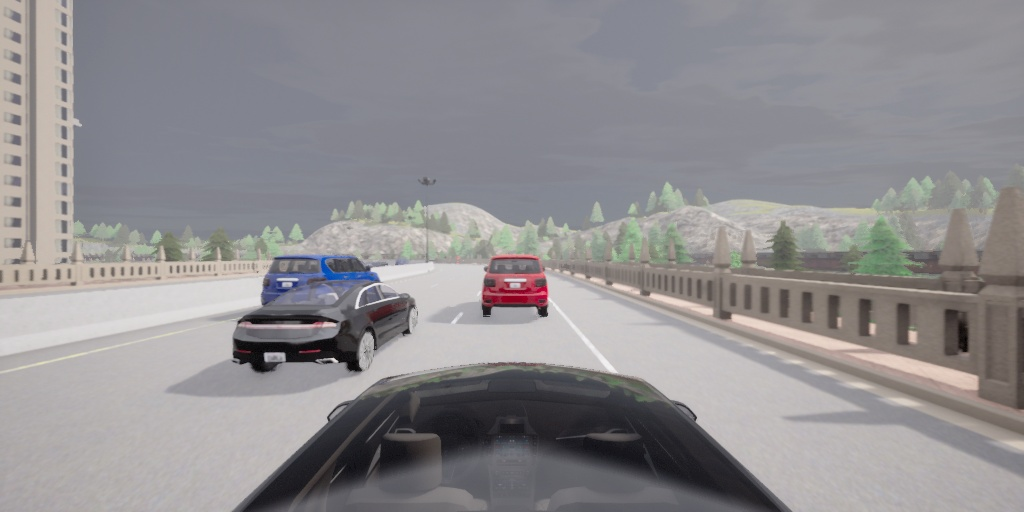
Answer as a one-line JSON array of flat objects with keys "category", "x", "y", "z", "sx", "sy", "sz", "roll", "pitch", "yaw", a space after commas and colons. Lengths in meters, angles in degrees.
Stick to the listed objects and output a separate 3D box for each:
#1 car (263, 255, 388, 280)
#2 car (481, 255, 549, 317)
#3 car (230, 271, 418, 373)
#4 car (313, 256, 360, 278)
[{"category": "car", "x": -6.905, "y": 0.974, "z": 13.694, "sx": 2.150, "sy": 2.045, "sz": 5.566, "roll": 0, "pitch": 0, "yaw": 0}, {"category": "car", "x": 0.096, "y": 0.974, "z": 13.405, "sx": 2.150, "sy": 2.045, "sz": 5.566, "roll": 0, "pitch": 0, "yaw": 0}, {"category": "car", "x": -3.403, "y": 1.241, "z": 7.570, "sx": 2.128, "sy": 1.511, "sz": 4.902, "roll": 0, "pitch": 0, "yaw": 0}, {"category": "car", "x": -17.707, "y": 1.008, "z": 36.507, "sx": 2.150, "sy": 2.045, "sz": 5.566, "roll": 0, "pitch": 0, "yaw": -2}]
